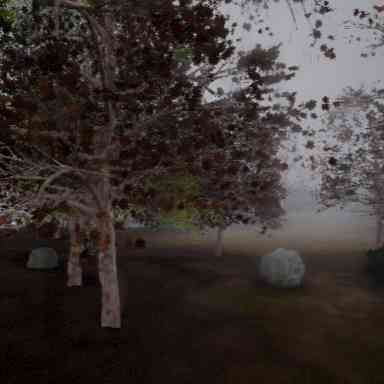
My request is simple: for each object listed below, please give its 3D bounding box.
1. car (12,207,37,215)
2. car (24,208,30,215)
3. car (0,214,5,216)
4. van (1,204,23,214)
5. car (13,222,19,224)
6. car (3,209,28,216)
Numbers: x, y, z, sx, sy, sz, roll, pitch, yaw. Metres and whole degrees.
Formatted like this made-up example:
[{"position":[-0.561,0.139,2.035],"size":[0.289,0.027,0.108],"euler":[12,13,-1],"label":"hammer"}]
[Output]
[{"position":[-38.953,4.358,77.448],"size":[1.946,1.575,5.366],"euler":[0,1,19],"label":"car"},{"position":[-34.317,4.170,73.487],"size":[2.435,2.045,5.566],"euler":[1,1,19],"label":"car"},{"position":[-31.694,4.605,51.022],"size":[4.792,1.488,2.163],"euler":[0,0,17],"label":"car"},{"position":[-43.732,4.084,80.914],"size":[1.878,1.987,4.442],"euler":[1,1,19],"label":"van"},{"position":[-20.104,4.490,38.255],"size":[5.566,2.045,2.435],"euler":[1,1,17],"label":"car"},{"position":[-29.957,4.324,53.366],"size":[5.566,2.045,2.435],"euler":[0,0,17],"label":"car"}]
